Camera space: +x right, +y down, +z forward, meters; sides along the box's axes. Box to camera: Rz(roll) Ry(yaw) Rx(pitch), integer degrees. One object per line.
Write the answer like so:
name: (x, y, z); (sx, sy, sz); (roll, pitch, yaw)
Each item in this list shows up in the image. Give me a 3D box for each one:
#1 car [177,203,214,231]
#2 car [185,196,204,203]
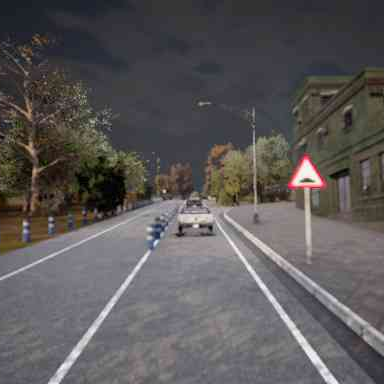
car: (0.185, 1.471, 18.977); (1.895, 1.301, 4.718); (0, -1, 0)
car: (0.256, 1.282, 37.685); (1.837, 1.490, 4.892); (-1, 0, 0)
